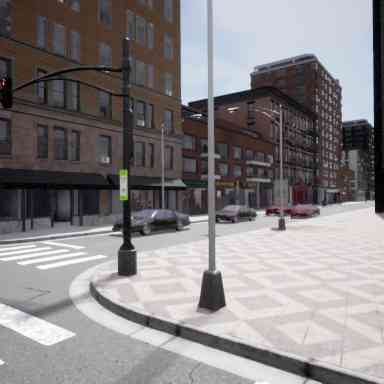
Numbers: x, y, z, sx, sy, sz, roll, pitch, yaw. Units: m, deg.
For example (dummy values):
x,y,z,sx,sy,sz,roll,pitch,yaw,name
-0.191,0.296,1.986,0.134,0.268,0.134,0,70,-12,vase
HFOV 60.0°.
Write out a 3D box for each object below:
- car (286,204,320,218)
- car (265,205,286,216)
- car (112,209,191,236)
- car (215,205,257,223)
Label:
x,y,z,sx,sy,sz,roll,pitch,yaw,name
11.457,1.848,33.468,1.994,1.385,4.181,-1,-1,36,car
9.705,1.929,36.494,1.895,1.301,4.718,-1,-1,36,car
-2.218,1.708,19.961,2.033,1.411,5.357,-1,-1,36,car
3.690,1.792,28.167,2.033,1.411,5.357,-1,-1,35,car
